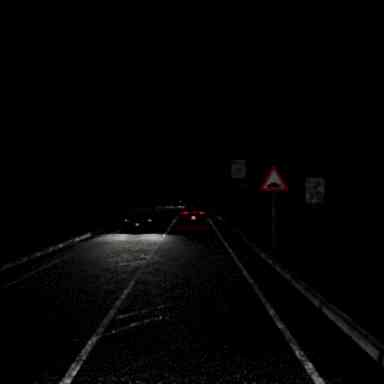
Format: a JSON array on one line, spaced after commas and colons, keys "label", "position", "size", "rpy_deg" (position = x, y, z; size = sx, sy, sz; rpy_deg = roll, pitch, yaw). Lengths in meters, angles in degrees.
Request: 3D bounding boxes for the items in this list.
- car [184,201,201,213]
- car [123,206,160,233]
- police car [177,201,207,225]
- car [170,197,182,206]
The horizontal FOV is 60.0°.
[{"label": "car", "position": [0.090, 1.859, 42.164], "size": [2.033, 1.411, 5.357], "rpy_deg": [0, 0, 0]}, {"label": "car", "position": [-3.087, 1.633, 21.102], "size": [1.812, 1.442, 4.674], "rpy_deg": [0, -2, 0]}, {"label": "police car", "position": [0.113, 1.682, 25.757], "size": [2.038, 1.542, 4.974], "rpy_deg": [0, -1, 0]}, {"label": "car", "position": [-2.993, 1.787, 63.520], "size": [2.097, 1.767, 4.553], "rpy_deg": [0, 0, 1]}]
